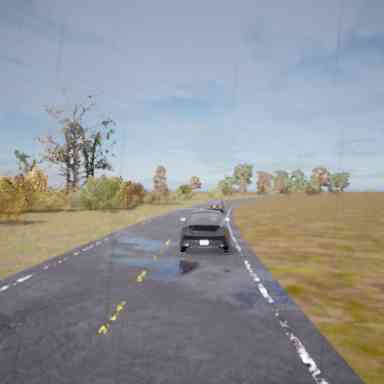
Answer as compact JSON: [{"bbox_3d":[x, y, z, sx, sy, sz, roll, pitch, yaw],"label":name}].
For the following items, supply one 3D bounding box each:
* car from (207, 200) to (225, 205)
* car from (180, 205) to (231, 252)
[{"bbox_3d":[2.626,1.534,36.571,2.033,1.411,5.357,0,0,8],"label":"car"},{"bbox_3d":[0.551,1.504,13.975,1.837,1.490,4.892,0,0,3],"label":"car"}]
